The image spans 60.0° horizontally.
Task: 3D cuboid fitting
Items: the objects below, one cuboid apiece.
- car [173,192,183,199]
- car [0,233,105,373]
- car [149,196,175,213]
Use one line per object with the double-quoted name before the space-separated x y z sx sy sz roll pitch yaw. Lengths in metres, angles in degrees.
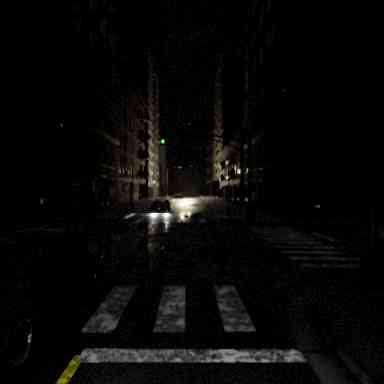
"car" -3.082 0.835 74.565 1.882 1.535 5.008 0 0 0
"car" -3.005 1.493 5.797 2.033 1.411 5.357 0 1 0
"car" -3.035 1.320 32.873 1.994 1.385 4.181 0 1 0
